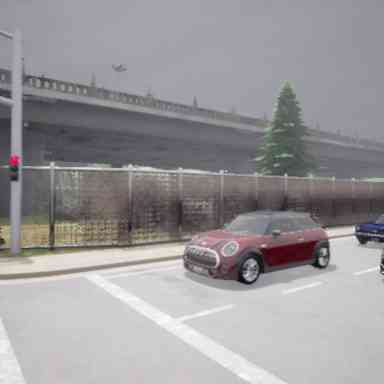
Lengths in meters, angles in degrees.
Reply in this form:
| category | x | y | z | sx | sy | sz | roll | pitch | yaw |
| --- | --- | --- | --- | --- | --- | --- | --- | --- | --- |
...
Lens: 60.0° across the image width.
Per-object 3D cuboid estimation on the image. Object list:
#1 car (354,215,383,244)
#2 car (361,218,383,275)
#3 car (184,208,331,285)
| category | x | y | z | sx | sy | sz | roll | pitch | yaw |
| --- | --- | --- | --- | --- | --- | --- | --- | --- | --- |
| car | 9.298 | 1.675 | 14.913 | 4.718 | 1.301 | 1.895 | 0 | 0 | -35 |
| car | 6.940 | 1.536 | 8.927 | 4.902 | 1.511 | 2.128 | 0 | 0 | -35 |
| car | 1.983 | 1.376 | 9.697 | 4.553 | 1.767 | 2.097 | 0 | 0 | -35 |
